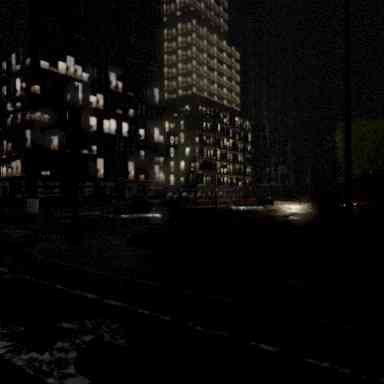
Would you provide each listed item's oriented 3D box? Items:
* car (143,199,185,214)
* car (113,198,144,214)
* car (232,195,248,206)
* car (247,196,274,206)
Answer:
[{"bbox_3d":[-2.570,1.510,34.465,1.994,1.385,4.181,-1,0,37],"label":"car"},{"bbox_3d":[-6.089,1.451,35.200,1.882,1.535,5.008,-1,0,37],"label":"car"},{"bbox_3d":[8.361,1.354,54.217,2.097,1.767,4.553,-1,0,37],"label":"car"},{"bbox_3d":[11.250,1.466,52.640,2.128,1.511,4.902,-1,-1,37],"label":"car"}]
